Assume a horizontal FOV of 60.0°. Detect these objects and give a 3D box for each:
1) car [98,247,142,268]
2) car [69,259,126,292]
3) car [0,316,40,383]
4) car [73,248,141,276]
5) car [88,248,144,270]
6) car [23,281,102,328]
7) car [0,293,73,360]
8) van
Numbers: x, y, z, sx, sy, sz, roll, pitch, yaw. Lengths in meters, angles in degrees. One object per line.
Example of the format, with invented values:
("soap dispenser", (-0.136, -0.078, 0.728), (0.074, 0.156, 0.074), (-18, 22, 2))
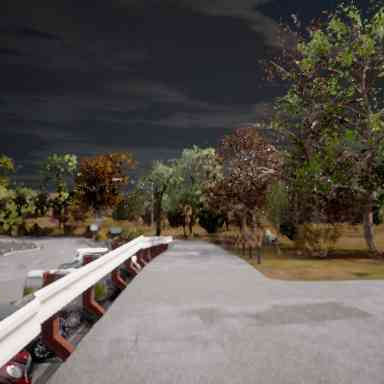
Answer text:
("car", (-6.957, 5.660, 27.447), (5.566, 2.045, 2.435), (2, -3, -20))
("car", (-6.923, 5.506, 21.389), (4.553, 1.767, 2.185), (2, -3, -20))
("car", (-6.941, 4.946, 9.302), (4.553, 1.767, 2.185), (2, -3, -20))
("car", (-6.987, 5.518, 24.390), (5.566, 2.045, 2.435), (2, -3, -20))
("car", (-6.974, 6.080, 30.455), (4.792, 1.488, 2.163), (2, -3, -20))
("car", (-6.928, 5.353, 15.339), (4.892, 1.521, 2.231), (2, -3, -20))
("car", (-6.960, 5.086, 12.328), (4.553, 1.767, 2.185), (2, -3, -20))
("van", (-6.836, 5.270, 18.414), (4.442, 1.987, 1.878), (2, -3, -20))
